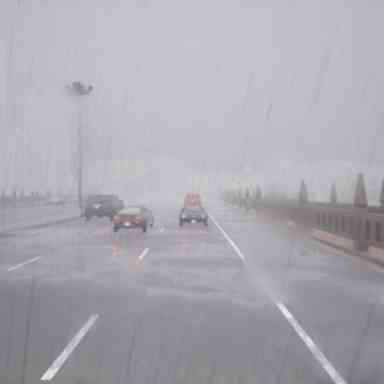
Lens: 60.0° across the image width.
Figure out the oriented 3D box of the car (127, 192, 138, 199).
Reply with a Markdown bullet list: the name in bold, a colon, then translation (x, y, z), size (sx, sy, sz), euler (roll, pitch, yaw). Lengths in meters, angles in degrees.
- **car**: translation (-16.614, 0.995, 93.142), size (2.097, 1.767, 4.553), euler (0, 0, 2)

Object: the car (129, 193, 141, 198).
- **car**: translation (-13.442, 1.468, 81.647), size (2.033, 1.411, 5.357), euler (0, 0, 2)

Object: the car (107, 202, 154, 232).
- **car**: translation (-3.404, 1.511, 19.801), size (1.812, 1.442, 4.674), euler (0, 0, 0)

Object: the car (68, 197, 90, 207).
- **car**: translation (-17.568, 1.487, 51.775), size (1.812, 1.442, 4.674), euler (0, 0, 0)

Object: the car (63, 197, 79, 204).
- **car**: translation (-14.091, 1.533, 41.821), size (1.994, 1.385, 4.181), euler (0, 0, 0)

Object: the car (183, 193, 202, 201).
- **car**: translation (0.103, 1.191, 41.735), size (2.150, 2.045, 5.566), euler (0, 0, 0)

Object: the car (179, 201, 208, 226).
- **car**: translation (0.096, 1.584, 23.473), size (1.895, 1.301, 4.718), euler (0, 0, 0)

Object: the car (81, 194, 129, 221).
- **car**: translation (-6.906, 1.202, 26.797), size (2.150, 2.045, 5.566), euler (0, 0, 0)

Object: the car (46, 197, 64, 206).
- **car**: translation (-21.068, 1.487, 51.860), size (1.812, 1.442, 4.674), euler (0, 0, 1)
